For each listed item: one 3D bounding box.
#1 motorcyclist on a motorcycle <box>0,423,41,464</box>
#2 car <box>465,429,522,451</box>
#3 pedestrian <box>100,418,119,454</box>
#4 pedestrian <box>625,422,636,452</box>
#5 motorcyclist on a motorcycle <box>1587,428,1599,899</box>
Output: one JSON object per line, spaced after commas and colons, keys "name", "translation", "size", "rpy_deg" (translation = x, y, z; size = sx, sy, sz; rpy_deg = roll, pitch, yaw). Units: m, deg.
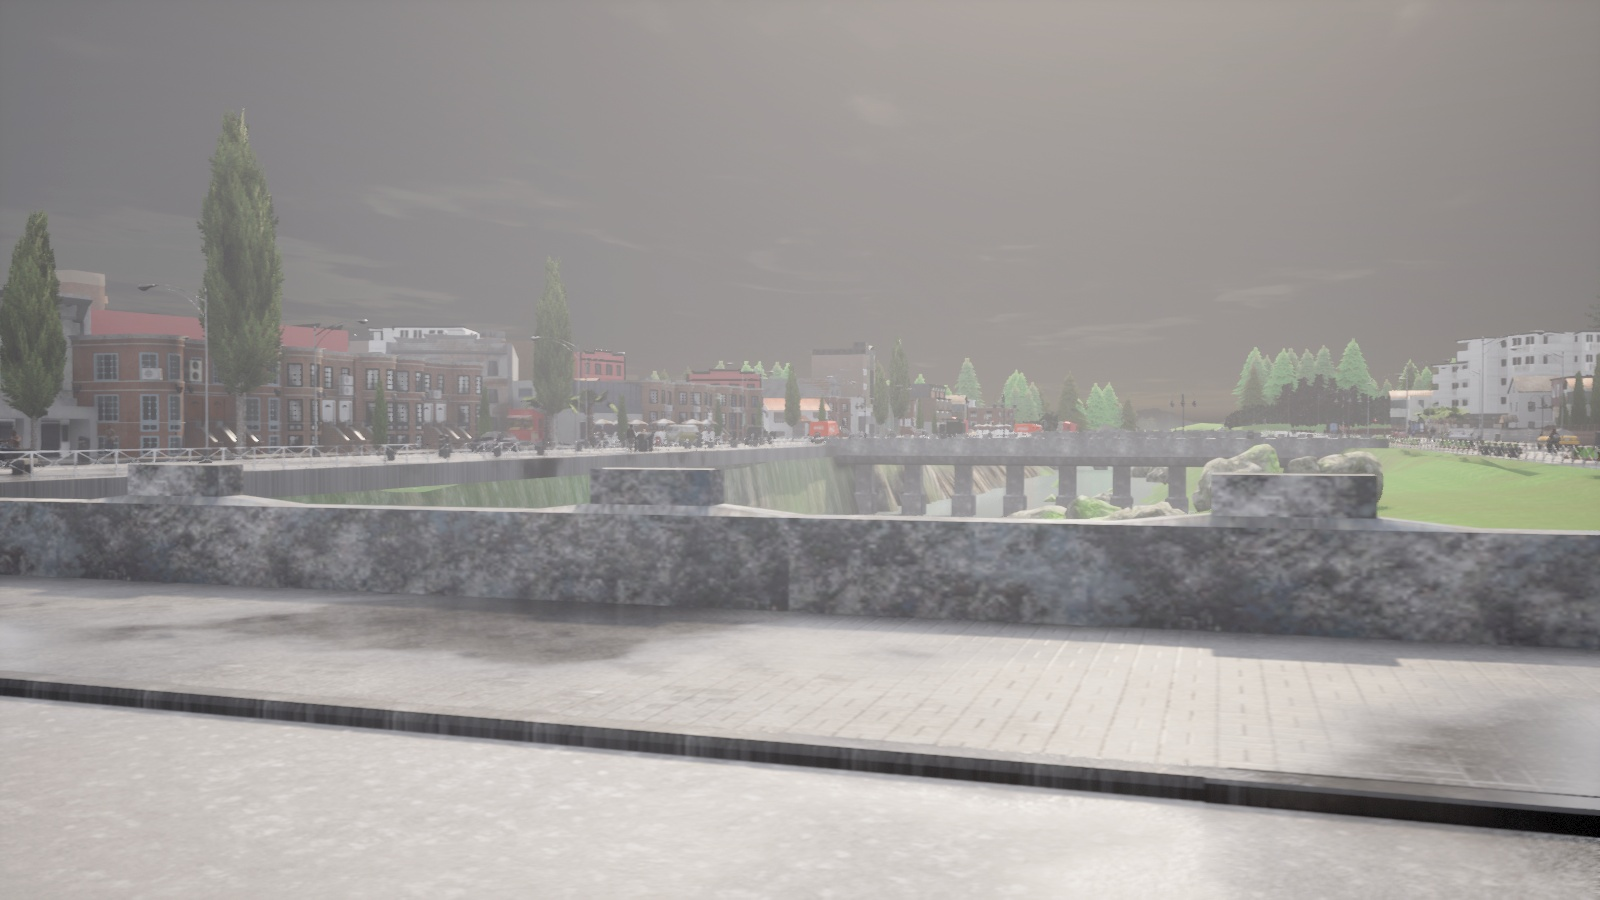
{"name": "motorcyclist on a motorcycle", "translation": [-32.479, -0.261, 51.513], "size": [0.766, 1.649, 2.350], "rpy_deg": [1, 1, 19]}
{"name": "car", "translation": [-20.926, -0.705, 85.909], "size": [1.816, 1.474, 4.193], "rpy_deg": [1, 1, 19]}
{"name": "pedestrian", "translation": [-35.057, -0.720, 63.768], "size": [0.328, 1.805, 0.869], "rpy_deg": [1, 1, 14]}
{"name": "pedestrian", "translation": [-10.561, -0.823, 78.193], "size": [0.431, 1.840, 0.703], "rpy_deg": [1, 1, 17]}
{"name": "motorcyclist on a motorcycle", "translation": [2.897, 0.749, 2.755], "size": [1.817, 1.590, 0.866], "rpy_deg": [1, 1, 18]}
